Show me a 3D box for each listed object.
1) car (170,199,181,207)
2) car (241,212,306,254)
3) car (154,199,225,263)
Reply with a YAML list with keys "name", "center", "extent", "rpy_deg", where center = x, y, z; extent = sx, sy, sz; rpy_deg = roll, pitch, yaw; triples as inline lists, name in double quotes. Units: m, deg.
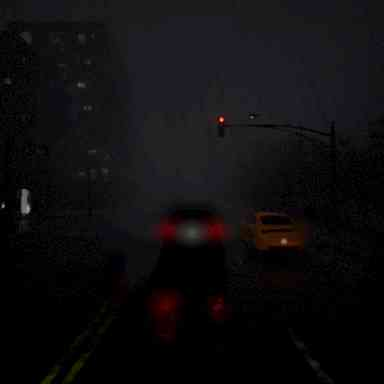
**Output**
- name: "car"
  center: [-3.255, 2.143, 66.989]
  extent: [1.837, 1.490, 4.892]
  rpy_deg: [0, -1, 0]
- name: "car"
  center: [3.278, 1.610, 14.237]
  extent: [1.882, 1.535, 5.008]
  rpy_deg: [0, 0, 0]
- name: "car"
  center: [0.013, 1.343, 12.607]
  extent: [2.150, 2.045, 5.566]
  rpy_deg: [0, 0, 0]
